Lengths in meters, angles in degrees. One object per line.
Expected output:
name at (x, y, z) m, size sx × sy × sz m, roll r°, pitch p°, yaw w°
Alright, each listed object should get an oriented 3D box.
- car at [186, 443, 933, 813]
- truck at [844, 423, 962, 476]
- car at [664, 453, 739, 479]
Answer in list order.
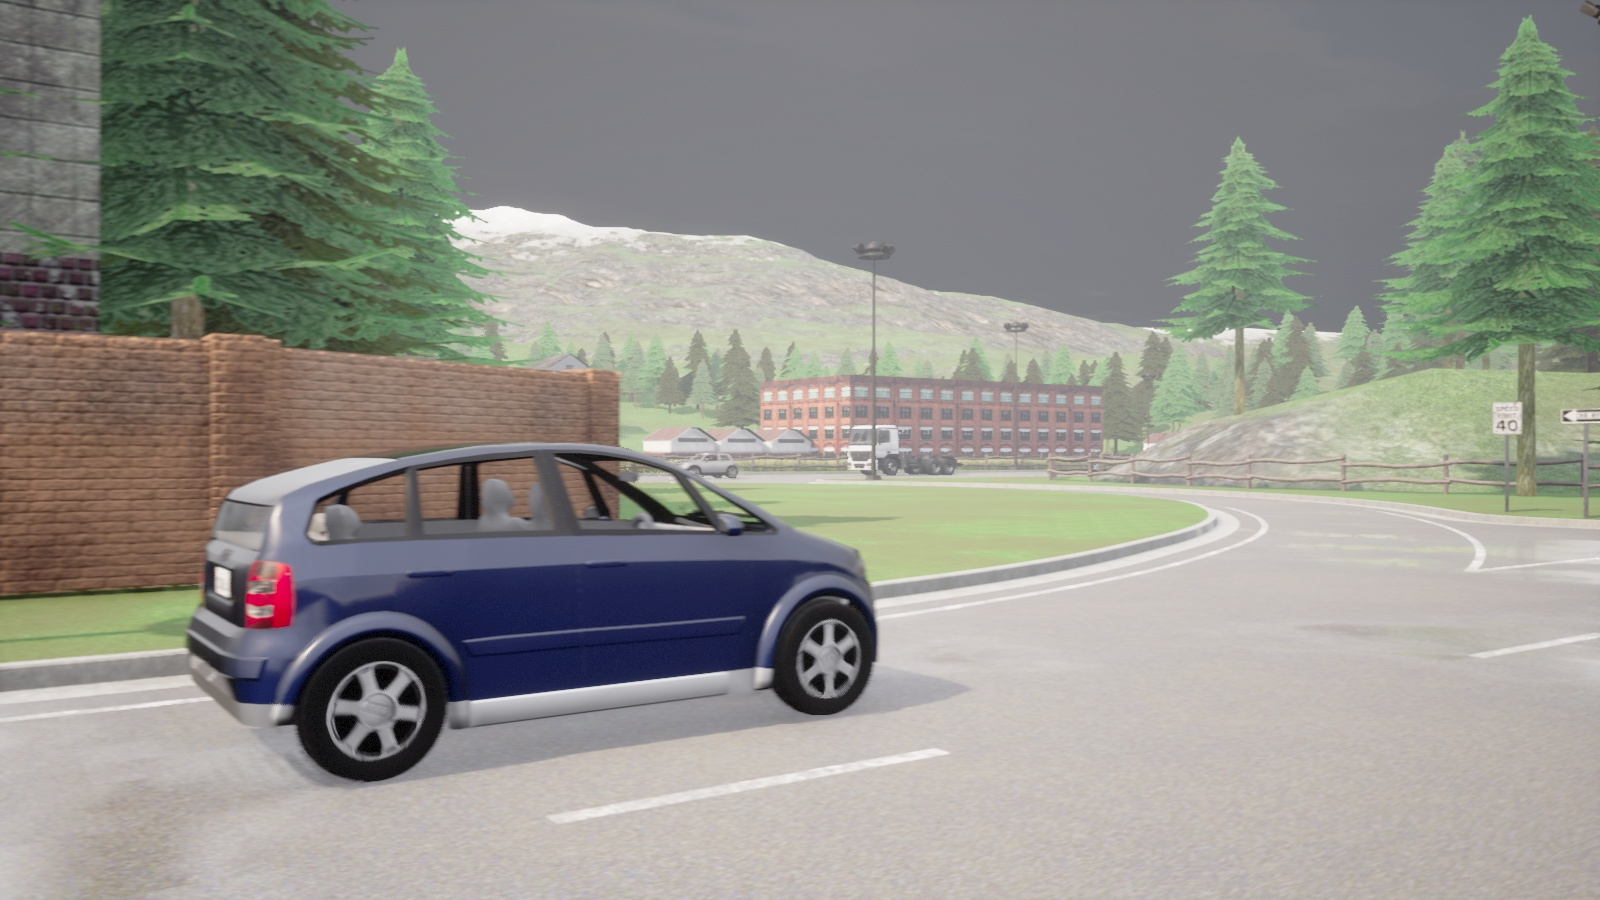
car at (-1.253, 0.743, 7.051) m, size 3.705 × 1.549 × 1.789 m, roll 0°, pitch 0°, yaw -35°
truck at (7.018, -0.044, 84.814) m, size 7.936 × 3.462 × 2.891 m, roll 0°, pitch 0°, yaw -35°
car at (-5.644, 0.898, 71.771) m, size 3.806 × 1.475 × 1.970 m, roll 0°, pitch 0°, yaw -35°
